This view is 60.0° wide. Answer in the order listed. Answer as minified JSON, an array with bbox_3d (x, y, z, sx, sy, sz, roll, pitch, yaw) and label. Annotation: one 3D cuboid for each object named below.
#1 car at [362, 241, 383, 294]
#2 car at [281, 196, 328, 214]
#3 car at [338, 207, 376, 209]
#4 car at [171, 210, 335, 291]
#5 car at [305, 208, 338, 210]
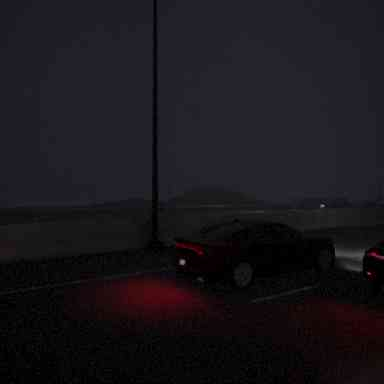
[{"bbox_3d":[5.838,1.490,7.456,4.902,1.511,2.128,0,0,-32],"label":"car"},{"bbox_3d":[11.832,1.327,35.028,4.553,1.767,2.097,0,0,-26],"label":"car"},{"bbox_3d":[15.166,1.550,28.875,4.181,1.385,1.994,0,0,-26],"label":"car"},{"bbox_3d":[1.842,1.469,9.063,5.008,1.535,1.882,0,0,-33],"label":"car"},{"bbox_3d":[13.144,1.332,31.766,4.553,1.767,2.097,0,0,-26],"label":"car"}]
